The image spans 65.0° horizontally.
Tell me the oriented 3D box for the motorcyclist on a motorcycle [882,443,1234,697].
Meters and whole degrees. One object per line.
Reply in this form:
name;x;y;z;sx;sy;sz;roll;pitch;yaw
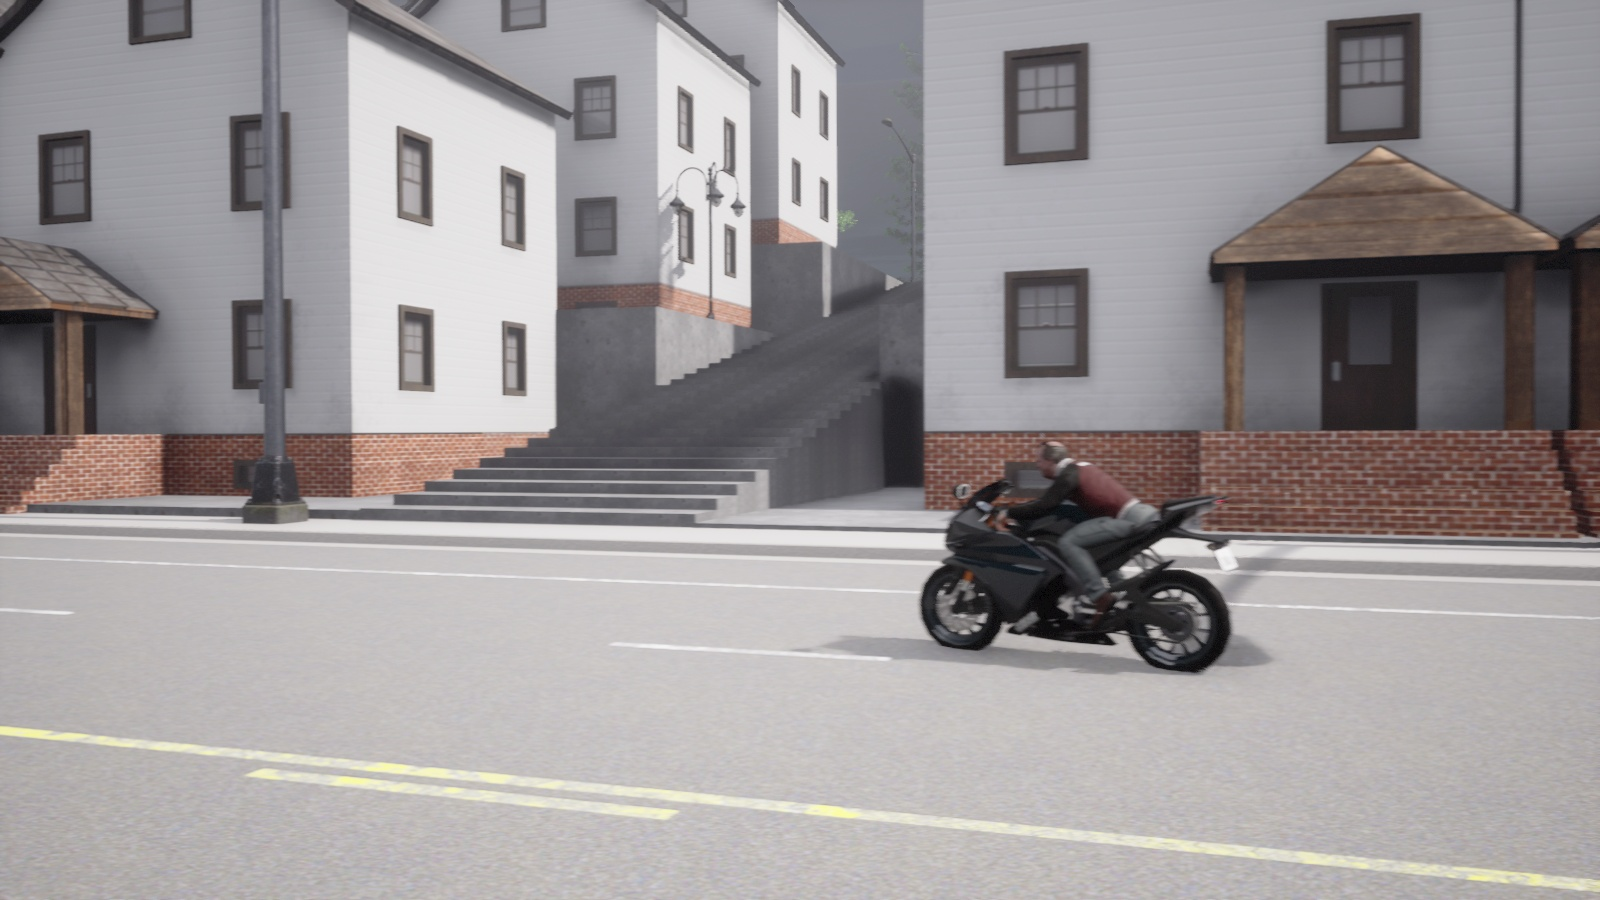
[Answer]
motorcyclist on a motorcycle;1.739;0.730;8.627;2.191;1.530;0.866;1;1;33
